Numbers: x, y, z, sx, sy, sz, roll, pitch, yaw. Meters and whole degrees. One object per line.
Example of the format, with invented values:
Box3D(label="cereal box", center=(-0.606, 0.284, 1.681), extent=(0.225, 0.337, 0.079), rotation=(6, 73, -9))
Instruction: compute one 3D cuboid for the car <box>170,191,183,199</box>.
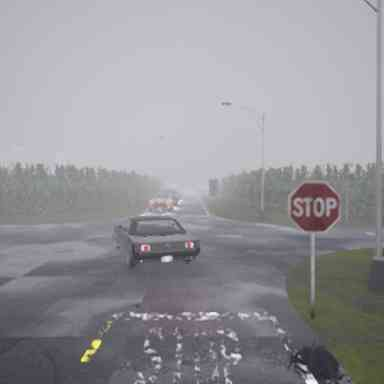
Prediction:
Box3D(label="car", center=(-2.793, 0.535, 61.892), extent=(2.128, 1.511, 4.902), rotation=(0, 1, 0))

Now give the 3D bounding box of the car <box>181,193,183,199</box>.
Box3D(label="car", center=(-2.859, 0.735, 51.451), extent=(1.812, 1.442, 4.674), rotation=(0, 1, 0))

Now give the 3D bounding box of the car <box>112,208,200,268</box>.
Box3D(label="car", center=(-1.418, 1.436, 10.838), extent=(1.895, 1.301, 4.718), rotation=(0, 1, -20))

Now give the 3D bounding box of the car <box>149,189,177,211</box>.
Box3D(label="car", center=(-2.864, 0.869, 31.688), extent=(2.097, 1.767, 4.553), rotation=(0, 1, 0))

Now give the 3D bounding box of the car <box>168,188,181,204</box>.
Box3D(label="car", center=(-2.864, 0.589, 41.380), extent=(2.150, 2.045, 5.566), rotation=(0, 1, 0))
